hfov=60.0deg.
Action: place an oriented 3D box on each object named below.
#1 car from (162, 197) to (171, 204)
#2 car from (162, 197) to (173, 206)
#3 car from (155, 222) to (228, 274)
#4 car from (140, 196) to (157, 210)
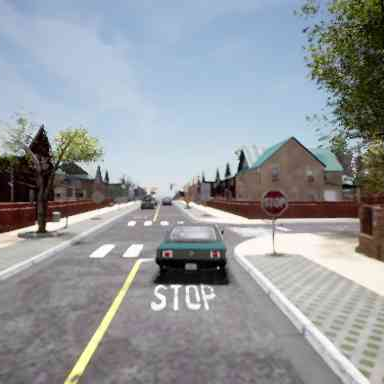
[{"bbox_3d":[-5.490,1.811,71.421,1.994,1.385,4.181,0,-1,-5],"label":"car"},{"bbox_3d":[-4.625,1.819,62.052,2.033,1.411,5.357,0,-1,-5],"label":"car"},{"bbox_3d":[0.102,1.611,10.640,1.895,1.301,4.718,0,0,3],"label":"car"},{"bbox_3d":[-6.147,1.653,46.108,1.837,1.490,4.892,0,0,-5],"label":"car"}]
